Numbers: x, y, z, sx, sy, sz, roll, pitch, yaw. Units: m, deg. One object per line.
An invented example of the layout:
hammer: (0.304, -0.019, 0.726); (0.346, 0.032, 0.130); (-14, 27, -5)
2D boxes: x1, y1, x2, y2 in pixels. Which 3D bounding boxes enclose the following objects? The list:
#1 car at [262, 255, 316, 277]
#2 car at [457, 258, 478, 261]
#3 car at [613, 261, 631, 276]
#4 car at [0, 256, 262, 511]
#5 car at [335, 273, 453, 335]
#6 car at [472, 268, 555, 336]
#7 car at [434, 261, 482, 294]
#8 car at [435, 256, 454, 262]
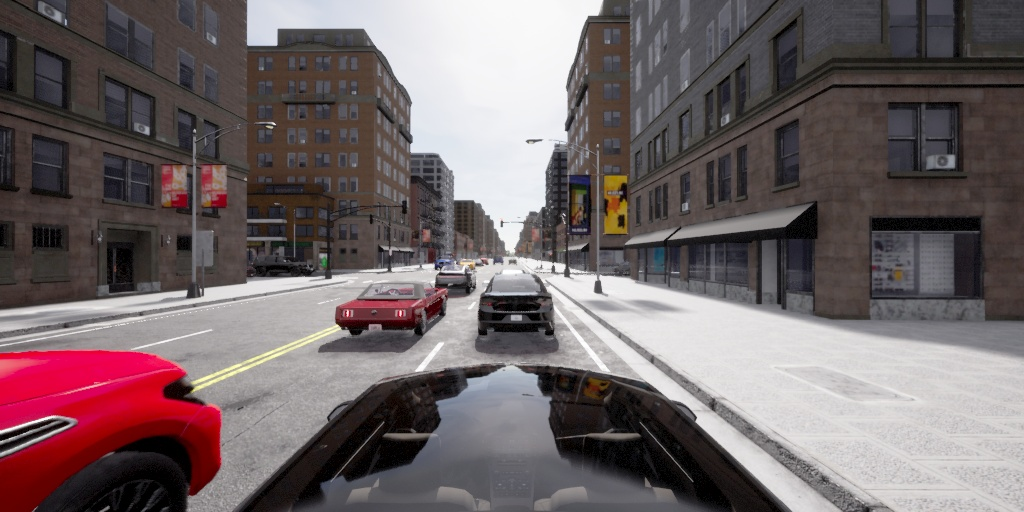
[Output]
car: (-22.125, 0.963, 34.740); (5.566, 2.045, 2.150); (0, 0, 0)
car: (-6.500, 1.221, 52.495); (1.882, 1.535, 5.008); (0, 0, 0)
car: (12.366, 1.265, 34.902); (4.902, 1.511, 2.128); (0, 0, 1)
car: (-3.153, 0.973, 0.136); (2.150, 2.045, 5.566); (0, 0, 0)
car: (-3.133, 1.351, 10.458); (1.895, 1.301, 4.718); (0, 0, 0)
car: (0.111, 1.227, 10.478); (1.882, 1.535, 5.008); (0, 0, 0)
car: (-3.110, 1.240, 20.393); (2.128, 1.511, 4.902); (0, 0, 0)
car: (-9.744, 0.965, 52.117); (2.150, 2.045, 5.566); (0, 0, 0)
